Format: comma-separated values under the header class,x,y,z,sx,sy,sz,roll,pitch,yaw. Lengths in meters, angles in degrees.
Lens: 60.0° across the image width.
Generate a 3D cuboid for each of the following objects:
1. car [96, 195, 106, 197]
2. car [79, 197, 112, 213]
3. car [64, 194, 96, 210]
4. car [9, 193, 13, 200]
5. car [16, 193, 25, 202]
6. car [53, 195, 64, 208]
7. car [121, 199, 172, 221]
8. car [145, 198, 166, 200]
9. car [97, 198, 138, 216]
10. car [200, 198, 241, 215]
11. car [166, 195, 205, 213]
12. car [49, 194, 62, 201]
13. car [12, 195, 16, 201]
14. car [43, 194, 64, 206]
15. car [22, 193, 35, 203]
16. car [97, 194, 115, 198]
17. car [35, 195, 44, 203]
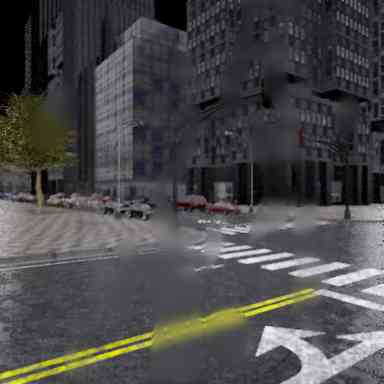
class,x,y,z,sx,sy,sz,roll,pitch,yaw
car,-14.014,1.460,45.891,2.033,1.411,5.357,0,0,-36
car,-10.553,1.527,36.534,1.802,1.307,4.206,0,0,-36
car,-13.901,1.369,41.071,1.967,1.590,4.097,0,0,-36
car,-40.688,1.423,77.374,1.802,1.307,4.206,0,0,-36
car,-33.992,1.174,68.299,2.192,1.841,5.009,0,0,-36
car,-17.249,1.496,45.610,1.802,1.307,4.206,0,0,-36
car,-3.855,1.549,27.458,1.947,1.339,4.313,0,0,-36
car,-3.691,1.491,41.593,1.947,1.339,4.313,0,0,-36
car,-7.204,1.529,31.997,1.947,1.339,4.313,0,0,-36
car,3.005,1.545,32.518,1.802,1.307,4.206,0,0,-36
car,-0.343,1.258,37.056,2.192,1.841,5.009,0,0,-36
car,-33.923,1.347,82.564,1.752,1.417,4.829,0,0,-36
car,-37.340,1.415,72.838,1.947,1.339,4.313,0,0,-36
car,-20.496,1.427,50.010,1.752,1.417,4.829,0,0,-36
car,-30.643,1.414,63.761,1.887,1.381,4.507,0,0,-36
car,-13.735,1.426,55.204,1.887,1.381,4.507,0,0,-36
car,-23.947,1.456,54.685,1.947,1.339,4.313,0,0,-36
